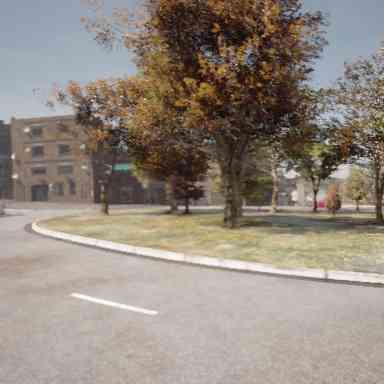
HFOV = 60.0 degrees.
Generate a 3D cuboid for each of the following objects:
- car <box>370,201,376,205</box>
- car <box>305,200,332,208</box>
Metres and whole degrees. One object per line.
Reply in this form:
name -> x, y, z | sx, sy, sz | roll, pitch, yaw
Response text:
car -> 43.846, 2.778, 78.743 | 1.882, 1.535, 5.008 | -2, -4, 21
car -> 21.044, 1.977, 55.290 | 4.181, 1.385, 1.994 | -2, 0, 25
